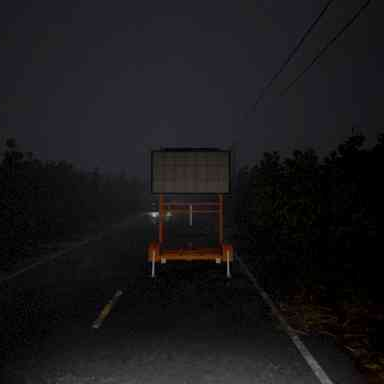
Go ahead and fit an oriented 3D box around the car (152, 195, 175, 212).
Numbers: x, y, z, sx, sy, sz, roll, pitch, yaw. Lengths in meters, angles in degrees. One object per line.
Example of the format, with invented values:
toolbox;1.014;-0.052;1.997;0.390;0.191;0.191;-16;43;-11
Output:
car;-3.435;1.352;38.826;2.097;1.767;4.553;0;0;0

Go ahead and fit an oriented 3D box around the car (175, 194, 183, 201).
car;-3.477;1.223;84.302;2.150;2.045;5.566;0;0;0

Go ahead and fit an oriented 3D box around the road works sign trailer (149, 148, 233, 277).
road works sign trailer;-0.035;0.464;10.220;2.380;3.560;2.880;0;0;0
